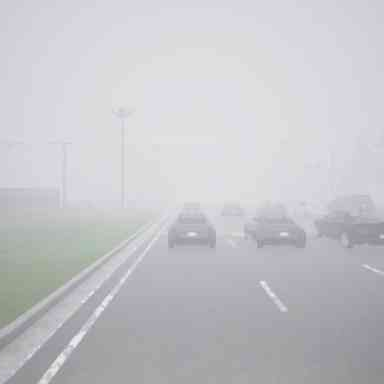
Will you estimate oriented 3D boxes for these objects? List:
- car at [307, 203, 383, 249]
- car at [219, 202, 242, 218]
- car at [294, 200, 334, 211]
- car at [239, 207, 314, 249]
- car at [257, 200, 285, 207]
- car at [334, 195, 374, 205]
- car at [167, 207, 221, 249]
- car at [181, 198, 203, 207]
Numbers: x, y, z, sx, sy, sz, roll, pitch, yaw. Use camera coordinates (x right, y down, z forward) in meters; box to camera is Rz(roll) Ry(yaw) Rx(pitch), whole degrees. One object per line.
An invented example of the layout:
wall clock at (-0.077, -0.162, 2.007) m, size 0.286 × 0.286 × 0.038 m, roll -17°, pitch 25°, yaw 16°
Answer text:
car at (7.000, 1.482, 14.622) m, size 1.882 × 1.535 × 5.008 m, roll 0°, pitch 0°, yaw 0°
car at (3.500, 1.570, 29.622) m, size 1.994 × 1.385 × 4.181 m, roll 0°, pitch 0°, yaw 0°
car at (10.500, 1.531, 29.622) m, size 1.812 × 1.442 × 4.674 m, roll 0°, pitch 0°, yaw 0°
car at (3.500, 1.570, 14.622) m, size 1.994 × 1.385 × 4.181 m, roll 0°, pitch 0°, yaw 0°
car at (7.000, 1.493, 29.622) m, size 2.128 × 1.511 × 4.902 m, roll 0°, pitch 0°, yaw 0°
car at (14.000, 1.255, 29.652) m, size 2.150 × 2.045 × 5.566 m, roll 0°, pitch 0°, yaw 0°
car at (0.000, 1.569, 14.622) m, size 1.994 × 1.385 × 4.181 m, roll 0°, pitch 0°, yaw 0°
car at (0.000, 1.561, 29.622) m, size 2.033 × 1.411 × 5.357 m, roll 0°, pitch 0°, yaw 0°
